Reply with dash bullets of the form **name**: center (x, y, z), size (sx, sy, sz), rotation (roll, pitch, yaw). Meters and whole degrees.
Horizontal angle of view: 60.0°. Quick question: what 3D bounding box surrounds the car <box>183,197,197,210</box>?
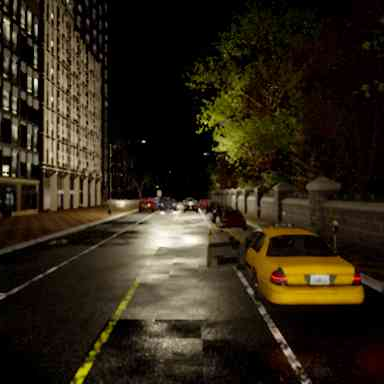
- **car**: center (-0.320, 1.687, 50.458), size (2.097, 1.767, 4.553), rotation (0, 0, 0)

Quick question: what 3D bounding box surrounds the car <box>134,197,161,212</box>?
- **car**: center (-5.734, 1.610, 43.556), size (2.192, 1.841, 5.009), rotation (0, 0, 0)

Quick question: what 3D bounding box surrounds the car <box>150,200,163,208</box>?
- **car**: center (-5.813, 1.947, 54.636), size (1.802, 1.307, 4.206), rotation (0, 0, 0)

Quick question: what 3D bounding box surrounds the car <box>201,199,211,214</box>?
- **car**: center (2.331, 1.819, 37.963), size (1.947, 1.339, 4.313), rotation (0, 0, 0)

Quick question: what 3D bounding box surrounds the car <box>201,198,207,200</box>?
- **car**: center (2.252, 1.907, 49.062), size (1.802, 1.307, 4.206), rotation (0, 0, 0)

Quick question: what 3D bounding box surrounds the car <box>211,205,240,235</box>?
- **car**: center (2.451, 1.725, 21.314), size (1.802, 1.307, 4.206), rotation (0, 0, 0)

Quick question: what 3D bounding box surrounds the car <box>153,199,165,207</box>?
- **car**: center (-5.852, 1.923, 60.007), size (1.752, 1.417, 4.829), rotation (0, 0, 0)

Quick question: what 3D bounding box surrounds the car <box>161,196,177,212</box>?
- **car**: center (-3.055, 1.648, 44.285), size (2.097, 1.767, 4.553), rotation (0, 0, 0)

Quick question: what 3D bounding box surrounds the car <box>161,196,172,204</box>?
- **car**: center (-5.827, 1.818, 76.801), size (2.192, 1.841, 5.009), rotation (0, 0, 0)

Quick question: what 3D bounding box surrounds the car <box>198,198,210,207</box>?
- **car**: center (2.172, 1.834, 60.162), size (1.967, 1.590, 4.097), rotation (0, 0, 0)

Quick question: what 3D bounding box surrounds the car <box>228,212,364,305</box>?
- **car**: center (2.200, 1.513, 8.323), size (1.801, 1.575, 5.366), rotation (0, 0, 0)

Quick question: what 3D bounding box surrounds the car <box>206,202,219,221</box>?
- **car**: center (2.411, 1.746, 26.863), size (1.947, 1.339, 4.313), rotation (0, 0, 0)

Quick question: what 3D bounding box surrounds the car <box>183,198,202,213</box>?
- **car**: center (-0.161, 1.817, 40.145), size (2.033, 1.411, 5.357), rotation (0, 0, 0)

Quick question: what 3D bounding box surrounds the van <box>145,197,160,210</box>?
- **van**: center (-5.774, 1.671, 49.097), size (1.690, 1.788, 3.998), rotation (0, 0, 0)
